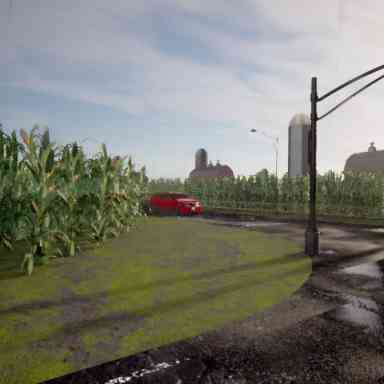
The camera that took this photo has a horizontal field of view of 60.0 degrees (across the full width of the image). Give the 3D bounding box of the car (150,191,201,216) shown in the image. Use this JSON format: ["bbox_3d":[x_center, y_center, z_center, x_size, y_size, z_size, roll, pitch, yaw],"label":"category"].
[{"bbox_3d":[-1.604,0.987,29.314,2.150,2.045,5.566,2,0,-39],"label":"car"}]
